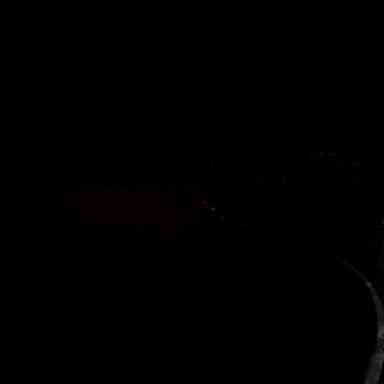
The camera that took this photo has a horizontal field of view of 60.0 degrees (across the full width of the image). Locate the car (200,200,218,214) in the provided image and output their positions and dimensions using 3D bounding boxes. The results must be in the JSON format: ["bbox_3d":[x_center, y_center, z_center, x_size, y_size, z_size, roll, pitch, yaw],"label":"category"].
[{"bbox_3d":[1.366,1.754,39.682,1.882,1.535,5.008,0,0,-23],"label":"car"}]
